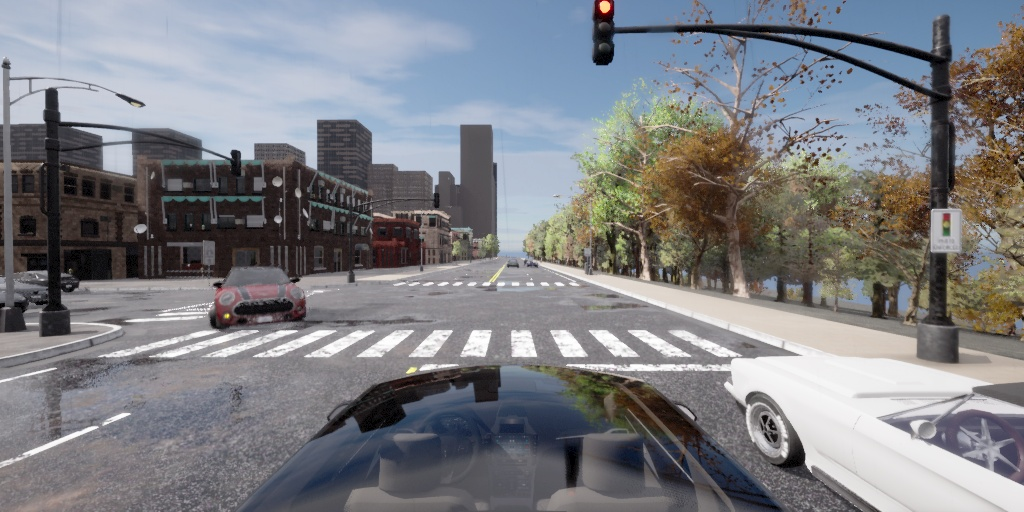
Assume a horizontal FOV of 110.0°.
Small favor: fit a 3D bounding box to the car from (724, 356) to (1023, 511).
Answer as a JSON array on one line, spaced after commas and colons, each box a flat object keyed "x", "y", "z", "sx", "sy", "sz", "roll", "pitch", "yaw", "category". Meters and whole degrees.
[{"x": 3.350, "y": 1.351, "z": 1.940, "sx": 1.895, "sy": 1.301, "sz": 4.718, "roll": 0, "pitch": 0, "yaw": 0, "category": "car"}]

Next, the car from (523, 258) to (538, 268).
[{"x": 3.416, "y": 1.329, "z": 61.479, "sx": 1.895, "sy": 1.301, "sz": 4.718, "roll": 0, "pitch": 0, "yaw": 0, "category": "car"}]

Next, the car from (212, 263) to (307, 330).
[{"x": -8.013, "y": 1.107, "z": 11.329, "sx": 2.097, "sy": 1.767, "sz": 4.553, "roll": -1, "pitch": 1, "yaw": -39, "category": "car"}]

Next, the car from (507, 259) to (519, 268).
[{"x": 0.165, "y": 1.291, "z": 61.935, "sx": 1.994, "sy": 1.385, "sz": 4.181, "roll": 0, "pitch": 0, "yaw": 0, "category": "car"}]

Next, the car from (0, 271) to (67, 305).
[{"x": -22.606, "y": 1.528, "z": 15.311, "sx": 4.674, "sy": 1.442, "sz": 1.812, "roll": -1, "pitch": 1, "yaw": 0, "category": "car"}]

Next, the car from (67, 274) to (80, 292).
[{"x": -28.259, "y": 1.560, "z": 21.110, "sx": 4.403, "sy": 1.370, "sz": 2.007, "roll": 0, "pitch": 0, "yaw": 0, "category": "car"}]

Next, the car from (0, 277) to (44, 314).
[{"x": -19.935, "y": 1.565, "z": 12.589, "sx": 4.313, "sy": 1.339, "sz": 1.948, "roll": 0, "pitch": 0, "yaw": 0, "category": "car"}]
